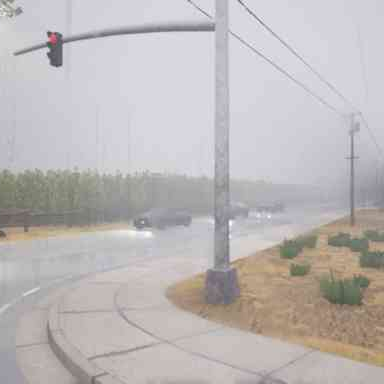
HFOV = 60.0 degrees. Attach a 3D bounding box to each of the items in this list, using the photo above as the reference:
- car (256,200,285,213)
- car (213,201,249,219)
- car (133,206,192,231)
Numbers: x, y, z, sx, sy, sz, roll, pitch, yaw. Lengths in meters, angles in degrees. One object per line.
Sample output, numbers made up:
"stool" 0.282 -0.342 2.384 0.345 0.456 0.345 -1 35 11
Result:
"car" 9.163 1.576 38.225 2.033 1.411 5.357 0 0 33
"car" 3.551 1.555 29.432 1.812 1.442 4.674 0 0 32
"car" -1.792 1.593 21.097 1.994 1.385 4.181 0 0 33
